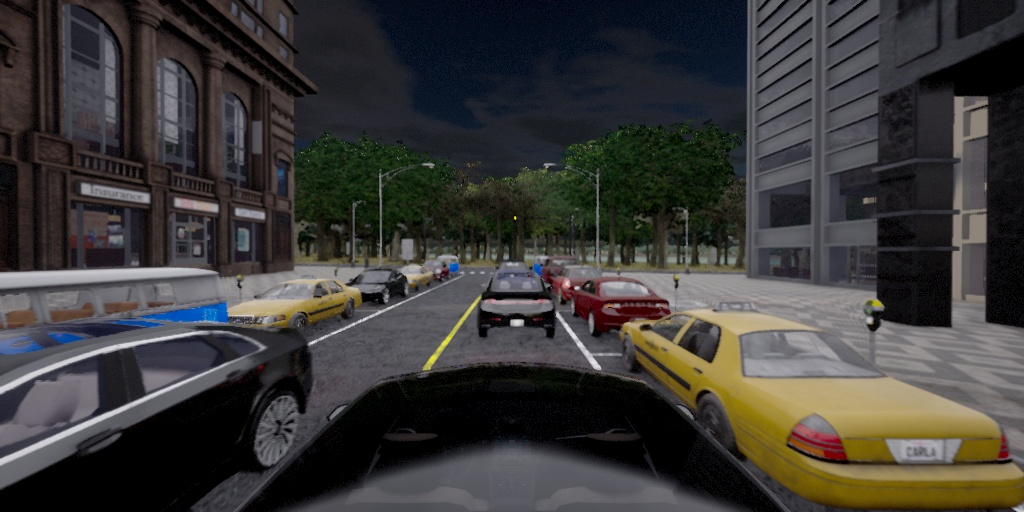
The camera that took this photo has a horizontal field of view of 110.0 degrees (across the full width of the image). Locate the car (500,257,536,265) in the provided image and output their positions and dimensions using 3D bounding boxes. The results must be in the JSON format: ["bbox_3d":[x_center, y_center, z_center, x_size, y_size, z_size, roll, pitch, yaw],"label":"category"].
[{"bbox_3d":[0.103,0.979,20.219,2.097,1.767,4.553,0,0,2],"label":"car"}]

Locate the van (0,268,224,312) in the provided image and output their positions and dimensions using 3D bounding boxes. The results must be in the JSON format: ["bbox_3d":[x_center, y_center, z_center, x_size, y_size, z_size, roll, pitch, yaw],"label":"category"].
[{"bbox_3d":[-5.762,1.072,4.560,1.690,1.789,3.998,0,0,0],"label":"van"}]

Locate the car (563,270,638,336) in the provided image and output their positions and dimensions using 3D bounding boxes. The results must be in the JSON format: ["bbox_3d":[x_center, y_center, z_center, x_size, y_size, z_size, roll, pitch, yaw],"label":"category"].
[{"bbox_3d":[2.766,1.240,9.993,1.888,1.381,4.507,0,0,0],"label":"car"}]

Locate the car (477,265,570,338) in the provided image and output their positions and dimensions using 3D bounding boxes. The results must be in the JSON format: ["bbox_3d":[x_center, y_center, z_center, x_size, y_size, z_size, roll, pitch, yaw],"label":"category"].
[{"bbox_3d":[0.106,1.186,9.993,2.128,1.511,4.902,0,0,0],"label":"car"}]

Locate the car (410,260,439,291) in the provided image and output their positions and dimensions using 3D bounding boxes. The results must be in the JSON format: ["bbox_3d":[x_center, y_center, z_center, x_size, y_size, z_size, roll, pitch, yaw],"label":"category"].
[{"bbox_3d":[-5.754,1.149,20.702,1.751,1.417,4.829,0,0,0],"label":"car"}]

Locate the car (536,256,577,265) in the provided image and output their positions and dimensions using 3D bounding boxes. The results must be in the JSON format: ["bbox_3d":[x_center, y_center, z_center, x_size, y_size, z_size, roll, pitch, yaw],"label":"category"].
[{"bbox_3d":[2.771,0.938,20.868,2.192,1.841,5.009,0,0,0],"label":"car"}]

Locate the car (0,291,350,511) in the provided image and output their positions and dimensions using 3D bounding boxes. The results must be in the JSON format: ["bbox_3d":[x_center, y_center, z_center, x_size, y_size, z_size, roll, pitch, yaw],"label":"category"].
[{"bbox_3d":[-3.101,1.240,1.983,2.128,1.511,4.902,0,0,0],"label":"car"}]

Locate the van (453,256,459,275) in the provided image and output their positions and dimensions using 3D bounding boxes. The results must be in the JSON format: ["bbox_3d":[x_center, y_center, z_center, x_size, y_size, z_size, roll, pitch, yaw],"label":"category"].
[{"bbox_3d":[-5.749,0.895,31.747,1.690,1.789,3.998,0,0,0],"label":"van"}]

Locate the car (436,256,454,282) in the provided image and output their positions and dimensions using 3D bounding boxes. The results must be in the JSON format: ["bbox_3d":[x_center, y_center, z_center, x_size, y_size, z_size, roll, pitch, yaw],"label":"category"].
[{"bbox_3d":[-5.752,1.028,26.309,1.967,1.591,4.097,0,0,0],"label":"car"}]

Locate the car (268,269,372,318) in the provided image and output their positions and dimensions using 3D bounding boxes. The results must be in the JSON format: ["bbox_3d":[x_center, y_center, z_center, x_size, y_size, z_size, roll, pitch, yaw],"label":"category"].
[{"bbox_3d":[-5.760,1.220,9.827,1.751,1.417,4.829,0,0,0],"label":"car"}]

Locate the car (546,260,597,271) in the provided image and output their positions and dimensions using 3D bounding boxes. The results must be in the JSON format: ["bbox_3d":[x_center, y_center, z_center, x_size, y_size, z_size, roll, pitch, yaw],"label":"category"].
[{"bbox_3d":[2.768,1.099,15.430,1.967,1.591,4.097,0,0,0],"label":"car"}]

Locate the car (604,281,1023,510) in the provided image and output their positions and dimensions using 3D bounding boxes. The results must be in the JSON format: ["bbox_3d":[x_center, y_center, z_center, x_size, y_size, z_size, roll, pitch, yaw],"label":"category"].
[{"bbox_3d":[2.763,1.256,4.725,1.751,1.417,4.829,0,0,0],"label":"car"}]

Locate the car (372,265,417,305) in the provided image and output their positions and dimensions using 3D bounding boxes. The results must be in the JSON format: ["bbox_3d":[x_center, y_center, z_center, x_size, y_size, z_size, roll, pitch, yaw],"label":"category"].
[{"bbox_3d":[-5.757,1.225,15.434,1.948,1.339,4.313,0,0,0],"label":"car"}]
